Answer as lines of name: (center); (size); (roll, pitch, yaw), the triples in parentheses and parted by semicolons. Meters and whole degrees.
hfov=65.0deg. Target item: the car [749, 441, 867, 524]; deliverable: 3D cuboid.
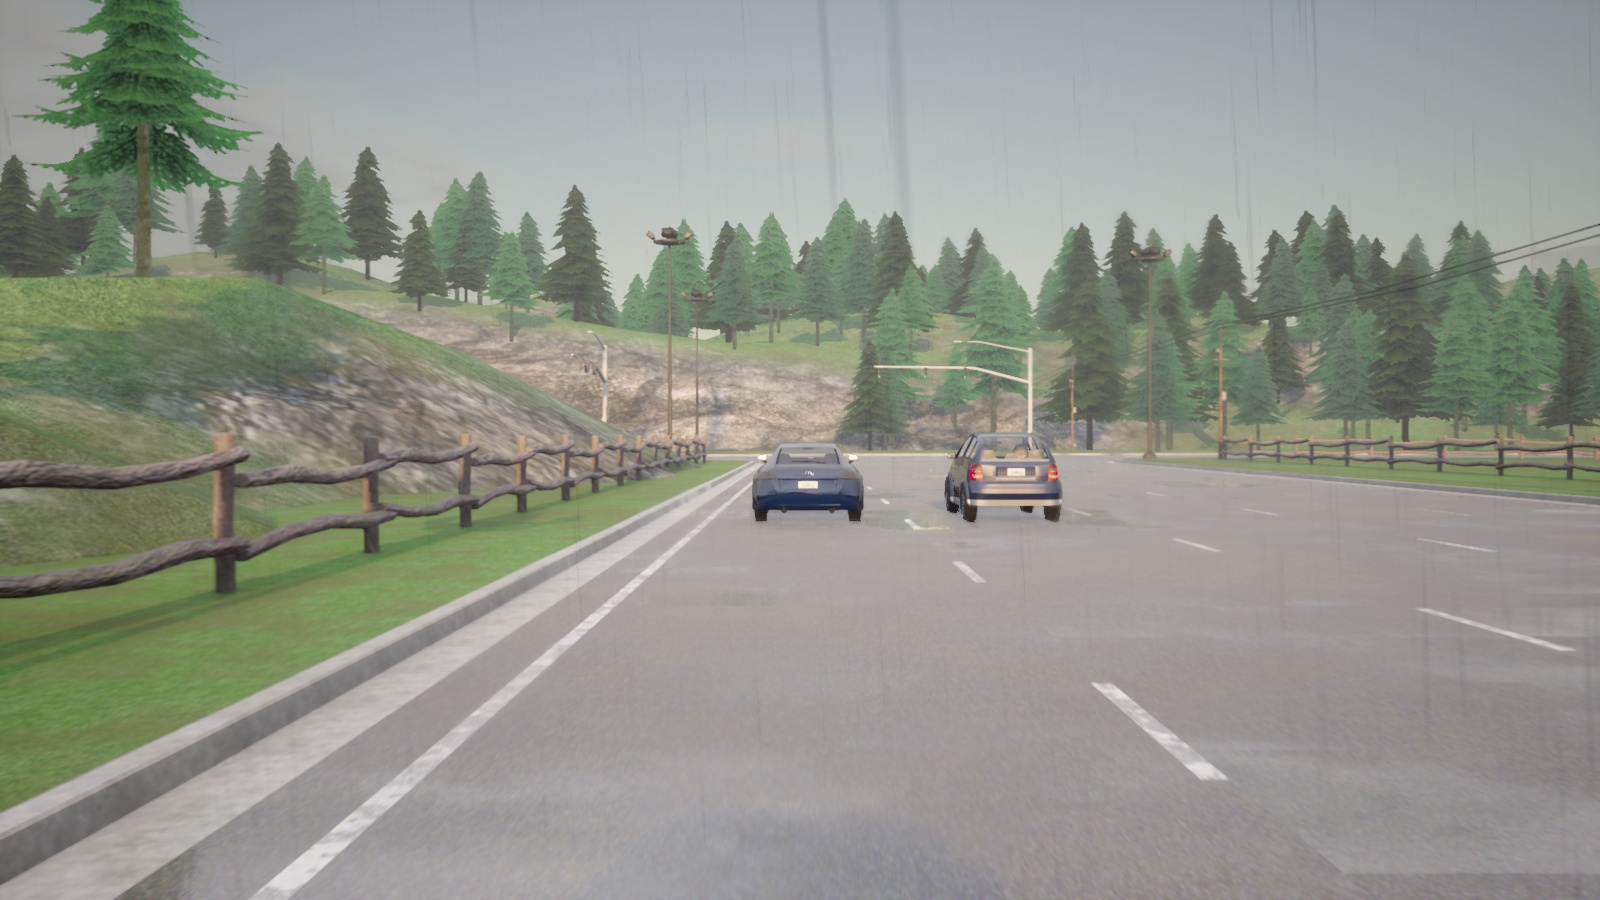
car: (0.144, 0.540, 23.388); (1.994, 1.385, 4.181); (0, 1, 0)

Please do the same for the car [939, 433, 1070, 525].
car: (3.643, 0.463, 22.957); (1.789, 1.549, 3.705); (0, 1, 0)
